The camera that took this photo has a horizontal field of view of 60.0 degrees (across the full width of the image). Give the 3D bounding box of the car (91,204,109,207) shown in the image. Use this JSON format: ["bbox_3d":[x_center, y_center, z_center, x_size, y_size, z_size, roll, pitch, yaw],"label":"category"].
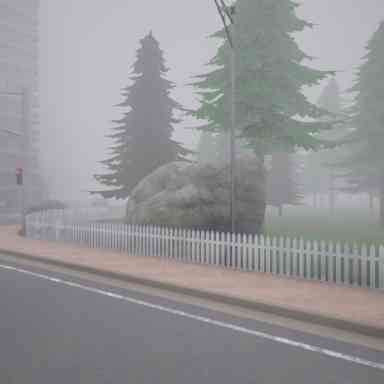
[{"bbox_3d":[-13.562,1.542,49.320,1.895,1.301,4.718,0,0,-5],"label":"car"}]

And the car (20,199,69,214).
[{"bbox_3d":[-15.301,1.489,34.954,2.033,1.411,5.357,0,0,17],"label":"car"}]
